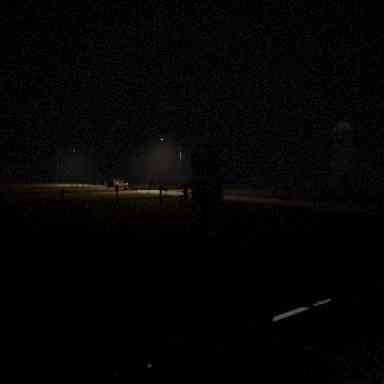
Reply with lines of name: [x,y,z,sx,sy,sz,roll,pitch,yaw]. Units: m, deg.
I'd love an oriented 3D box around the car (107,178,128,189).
car: [-12.139,-1.457,54.356,2.097,1.767,4.553,0,3,-35]
